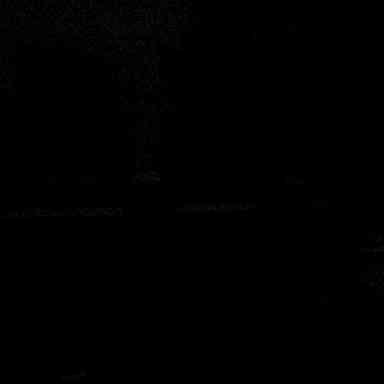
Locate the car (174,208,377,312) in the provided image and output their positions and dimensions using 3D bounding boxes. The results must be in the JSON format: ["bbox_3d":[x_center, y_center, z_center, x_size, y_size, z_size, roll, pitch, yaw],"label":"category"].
[{"bbox_3d":[2.030,1.357,8.005,5.009,1.841,2.192,0,0,-36],"label":"car"}]

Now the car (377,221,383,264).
[{"bbox_3d":[6.652,1.661,11.306,4.206,1.307,1.802,0,0,-36],"label":"car"}]
